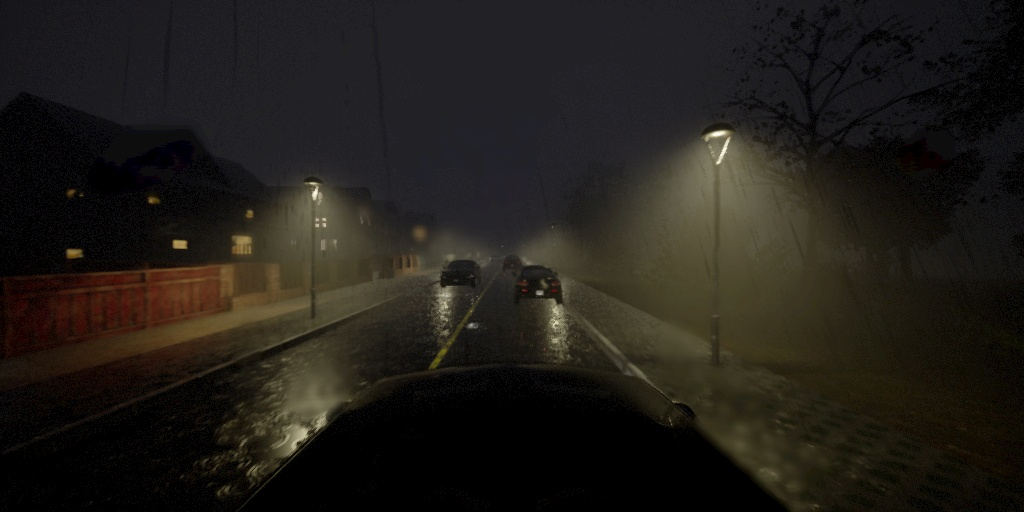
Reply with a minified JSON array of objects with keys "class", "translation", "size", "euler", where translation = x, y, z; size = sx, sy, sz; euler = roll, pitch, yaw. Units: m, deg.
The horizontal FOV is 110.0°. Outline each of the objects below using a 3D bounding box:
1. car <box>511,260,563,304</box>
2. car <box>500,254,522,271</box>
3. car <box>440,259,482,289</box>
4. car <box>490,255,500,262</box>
[{"class":"car","translation":[0.966,1.079,14.773],"size":[1.812,1.442,4.674],"euler":[0,1,0]},{"class":"car","translation":[0.037,0.694,36.957],"size":[1.882,1.535,5.008],"euler":[0,1,0]},{"class":"car","translation":[-2.837,0.943,20.679],"size":[1.882,1.535,5.008],"euler":[0,1,0]},{"class":"car","translation":[-2.751,0.418,62.872],"size":[1.895,1.301,4.718],"euler":[0,1,1]}]
